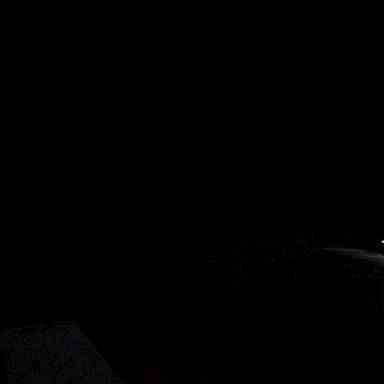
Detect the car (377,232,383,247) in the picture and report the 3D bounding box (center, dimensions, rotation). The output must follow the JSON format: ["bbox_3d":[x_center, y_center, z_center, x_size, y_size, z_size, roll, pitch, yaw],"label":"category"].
[{"bbox_3d":[10.886,2.105,14.871,4.892,1.490,1.837,4,-2,-4],"label":"car"}]

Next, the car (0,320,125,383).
[{"bbox_3d":[-2.744,1.583,1.706,4.718,1.301,1.895,1,0,-34],"label":"car"}]
